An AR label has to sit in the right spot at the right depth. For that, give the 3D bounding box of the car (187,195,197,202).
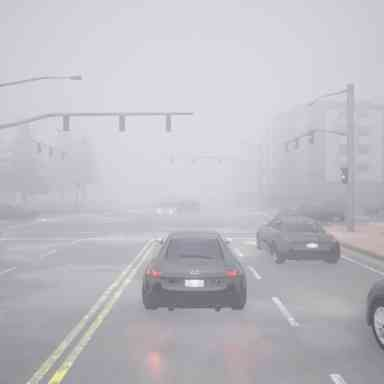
[{"bbox_3d":[-0.041,1.392,71.327,1.994,1.385,4.181,0,0,0],"label":"car"}]

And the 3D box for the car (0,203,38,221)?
[{"bbox_3d":[-14.684,1.564,26.727,4.181,1.385,1.994,0,0,-4],"label":"car"}]

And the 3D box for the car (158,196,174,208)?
[{"bbox_3d":[-3.610,1.526,47.134,1.812,1.442,4.674,0,0,0],"label":"car"}]

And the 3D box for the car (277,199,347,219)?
[{"bbox_3d":[8.350,1.491,23.433,4.902,1.511,2.128,0,0,-2],"label":"car"}]

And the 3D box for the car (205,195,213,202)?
[{"bbox_3d":[3.459,1.363,71.343,2.128,1.511,4.902,0,0,0],"label":"car"}]

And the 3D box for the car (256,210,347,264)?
[{"bbox_3d":[3.575,1.564,11.904,1.994,1.385,4.181,0,0,0],"label":"car"}]

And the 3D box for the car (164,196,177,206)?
[{"bbox_3d":[-3.607,1.505,57.027,1.837,1.490,4.892,0,0,0],"label":"car"}]

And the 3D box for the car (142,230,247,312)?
[{"bbox_3d":[0.055,1.564,7.819,1.994,1.385,4.181,0,0,0],"label":"car"}]

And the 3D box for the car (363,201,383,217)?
[{"bbox_3d":[18.543,1.505,31.002,4.892,1.490,1.837,0,0,-2],"label":"car"}]

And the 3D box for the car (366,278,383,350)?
[{"bbox_3d":[3.599,1.505,3.200,1.837,1.490,4.892,0,0,0],"label":"car"}]

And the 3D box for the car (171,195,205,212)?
[{"bbox_3d":[-0.340,1.491,38.177,2.128,1.511,4.902,0,0,14],"label":"car"}]
